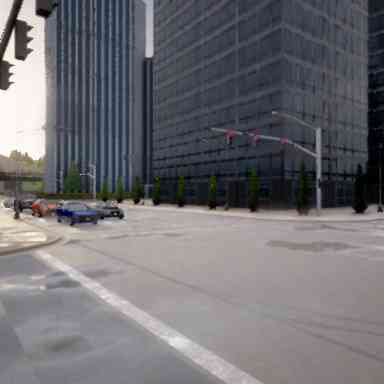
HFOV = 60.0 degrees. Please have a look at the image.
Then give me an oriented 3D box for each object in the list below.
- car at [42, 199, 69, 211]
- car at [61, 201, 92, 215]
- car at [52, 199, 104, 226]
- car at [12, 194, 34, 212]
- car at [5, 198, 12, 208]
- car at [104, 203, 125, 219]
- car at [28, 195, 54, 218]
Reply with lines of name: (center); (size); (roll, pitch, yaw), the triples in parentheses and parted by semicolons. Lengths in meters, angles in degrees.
car: (-17.707, 1.621, 43.080); (2.033, 1.411, 5.357); (0, 0, -36)
car: (-12.583, 1.674, 35.987); (1.895, 1.301, 4.718); (0, 0, -36)
car: (-8.410, 1.545, 24.245); (1.882, 1.535, 5.008); (0, 0, -36)
car: (-19.794, 1.291, 39.996); (2.150, 2.045, 5.566); (0, 0, -35)
car: (-26.467, 1.597, 49.312); (1.812, 1.442, 4.674); (0, 0, -35)
car: (-7.450, 1.636, 28.889); (1.994, 1.385, 4.181); (0, 0, -36)
car: (-13.719, 1.421, 31.594); (2.097, 1.767, 4.553); (0, 0, -36)
